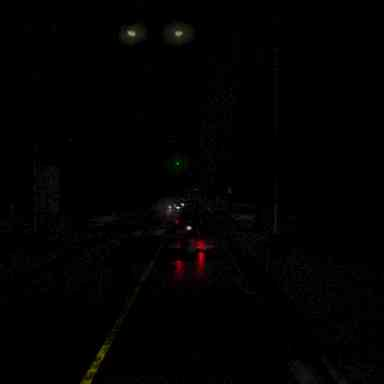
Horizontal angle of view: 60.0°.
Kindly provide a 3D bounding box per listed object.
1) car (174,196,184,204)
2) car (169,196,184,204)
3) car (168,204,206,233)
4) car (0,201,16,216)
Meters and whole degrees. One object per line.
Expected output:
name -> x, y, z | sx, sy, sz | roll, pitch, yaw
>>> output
car -> -2.709, 1.635, 71.415 | 1.882, 1.535, 5.008 | 0, 0, 0
car -> -2.786, 1.607, 56.114 | 1.837, 1.490, 4.892 | 0, 0, 1
car -> -0.435, 1.615, 19.708 | 1.895, 1.301, 4.718 | 0, 0, -7
car -> -18.753, 1.524, 30.412 | 4.902, 1.511, 2.128 | 0, 0, 2
